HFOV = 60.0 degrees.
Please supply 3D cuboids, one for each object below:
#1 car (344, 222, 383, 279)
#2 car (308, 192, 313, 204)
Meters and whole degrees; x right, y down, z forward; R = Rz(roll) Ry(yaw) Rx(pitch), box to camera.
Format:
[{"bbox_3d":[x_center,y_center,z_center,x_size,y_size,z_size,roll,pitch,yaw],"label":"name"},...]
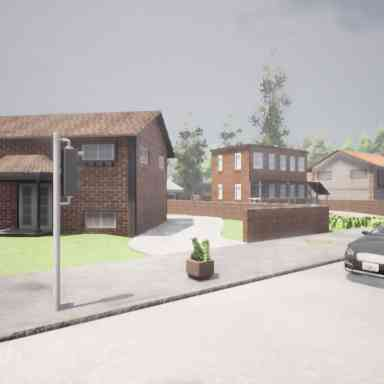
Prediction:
[{"bbox_3d":[6.147,1.493,9.300,4.902,1.511,2.128,0,0,-37],"label":"car"},{"bbox_3d":[9.917,0.973,31.488,3.866,1.878,1.905,0,0,-37],"label":"car"}]
